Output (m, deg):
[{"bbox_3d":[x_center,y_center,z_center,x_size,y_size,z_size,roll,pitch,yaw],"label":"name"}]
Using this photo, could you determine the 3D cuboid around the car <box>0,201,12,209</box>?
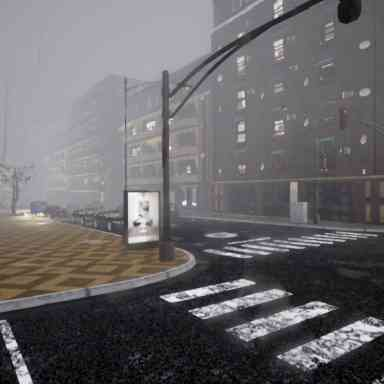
[{"bbox_3d":[-38.033,2.703,68.361,2.008,1.369,4.403,-2,0,-36],"label":"car"}]

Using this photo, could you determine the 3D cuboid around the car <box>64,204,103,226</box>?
[{"bbox_3d":[-8.761,1.969,27.673,2.008,1.369,4.403,-2,0,-36],"label":"car"}]

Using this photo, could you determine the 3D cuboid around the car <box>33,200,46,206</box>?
[{"bbox_3d":[-37.771,2.797,82.297,1.887,1.381,4.507,-2,0,-36],"label":"car"}]

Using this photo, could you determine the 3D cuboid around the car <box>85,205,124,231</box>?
[{"bbox_3d":[-5.497,1.888,23.160,2.008,1.369,4.403,-2,0,-36],"label":"car"}]

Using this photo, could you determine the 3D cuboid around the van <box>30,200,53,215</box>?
[{"bbox_3d":[-19.755,2.035,43.038,1.690,1.788,3.998,-2,0,-36],"label":"van"}]

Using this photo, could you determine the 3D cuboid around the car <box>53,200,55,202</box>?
[{"bbox_3d":[-31.246,2.528,73.272,1.967,1.590,4.097,-2,0,-36],"label":"car"}]

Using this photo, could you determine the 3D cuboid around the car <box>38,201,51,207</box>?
[{"bbox_3d":[-34.506,2.736,77.784,1.947,1.339,4.313,-2,0,-36],"label":"car"}]

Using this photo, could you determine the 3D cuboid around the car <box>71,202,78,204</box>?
[{"bbox_3d":[-21.450,2.424,59.735,1.802,1.307,4.206,-2,0,-36],"label":"car"}]

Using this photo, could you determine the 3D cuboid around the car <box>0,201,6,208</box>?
[{"bbox_3d":[-44.561,2.862,77.386,1.887,1.381,4.507,-2,0,-36],"label":"car"}]

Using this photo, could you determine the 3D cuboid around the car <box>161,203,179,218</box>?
[{"bbox_3d":[-3.075,1.824,34.548,1.967,1.590,4.097,-2,0,-36],"label":"car"}]

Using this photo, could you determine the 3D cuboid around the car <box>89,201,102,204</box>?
[{"bbox_3d":[-14.922,2.118,50.713,1.967,1.590,4.097,-2,0,-36],"label":"car"}]

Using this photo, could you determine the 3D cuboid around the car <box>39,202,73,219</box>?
[{"bbox_3d":[-14.837,2.115,36.150,1.887,1.381,4.507,-2,0,-36],"label":"car"}]
